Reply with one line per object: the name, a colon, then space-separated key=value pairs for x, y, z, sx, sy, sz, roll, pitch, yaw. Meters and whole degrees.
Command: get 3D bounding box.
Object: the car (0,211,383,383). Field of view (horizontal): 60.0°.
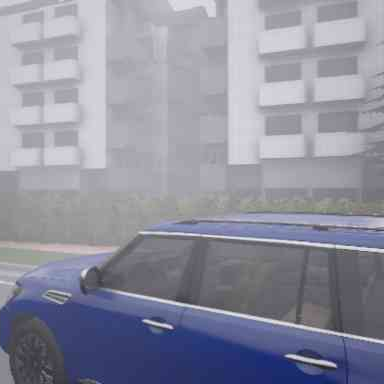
car: x=0.392 y=1.229 z=3.382 sx=5.566 sy=2.045 sz=2.150 roll=0 pitch=0 yaw=33
